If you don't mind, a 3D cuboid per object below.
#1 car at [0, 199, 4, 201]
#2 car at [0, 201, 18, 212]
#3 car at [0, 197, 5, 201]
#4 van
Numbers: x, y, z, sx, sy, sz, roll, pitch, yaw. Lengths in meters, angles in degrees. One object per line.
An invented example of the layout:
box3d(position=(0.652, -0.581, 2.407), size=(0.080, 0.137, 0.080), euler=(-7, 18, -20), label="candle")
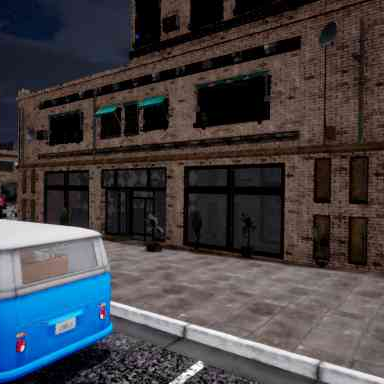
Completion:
box3d(position=(-21.783, 1.684, 33.348), size=(1.994, 1.385, 4.181), euler=(1, 0, 36), label="car")
box3d(position=(-16.121, 1.793, 31.270), size=(1.947, 1.339, 4.313), euler=(0, 0, 36), label="car")
box3d(position=(-22.873, 1.411, 36.230), size=(2.192, 1.841, 5.009), euler=(0, 0, 36), label="car")
box3d(position=(-2.995, 1.340, 4.998), size=(3.998, 1.788, 1.690), euler=(0, 1, 36), label="van")
